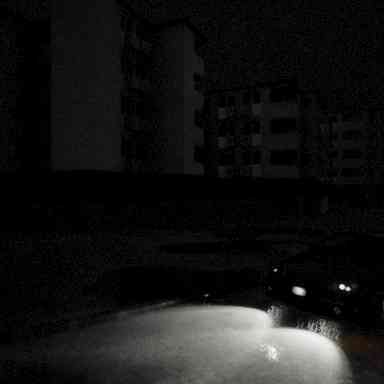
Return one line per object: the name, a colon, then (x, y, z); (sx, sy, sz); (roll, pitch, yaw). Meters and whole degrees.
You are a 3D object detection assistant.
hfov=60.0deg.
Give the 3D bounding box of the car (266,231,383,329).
car: (3.530, 1.558, 6.952); (4.181, 1.385, 1.994); (0, 0, -34)
